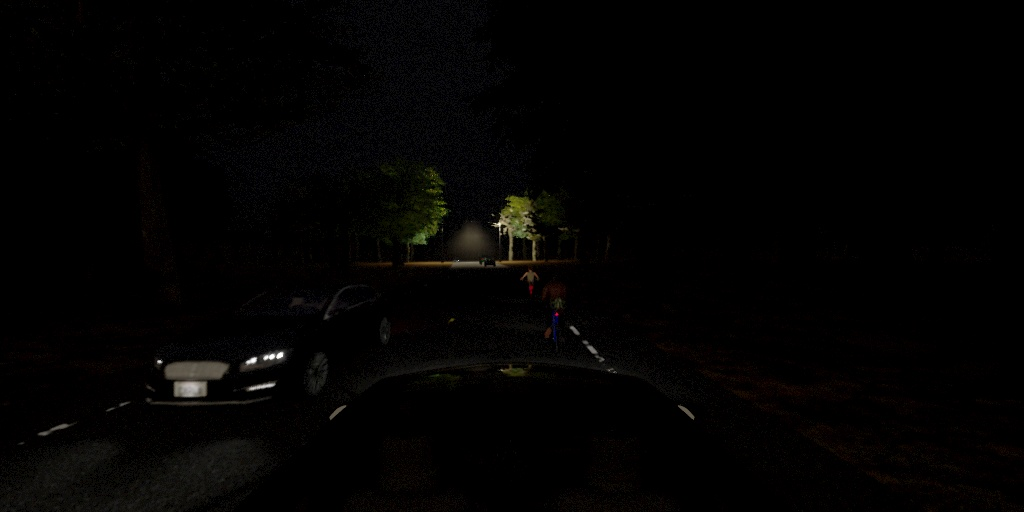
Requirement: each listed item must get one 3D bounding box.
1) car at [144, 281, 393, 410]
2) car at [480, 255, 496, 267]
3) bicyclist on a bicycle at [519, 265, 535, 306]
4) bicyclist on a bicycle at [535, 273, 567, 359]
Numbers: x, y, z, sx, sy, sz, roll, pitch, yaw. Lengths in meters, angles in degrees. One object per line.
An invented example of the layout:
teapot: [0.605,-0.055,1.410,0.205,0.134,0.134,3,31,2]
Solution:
car: [-3.666,1.239,6.499,2.128,1.511,4.902,0,0,-1]
car: [-3.985,1.092,63.817,2.128,1.511,4.902,0,0,-7]
bicyclist on a bicycle: [0.742,1.169,14.670,0.866,1.612,1.509,0,2,-2]
bicyclist on a bicycle: [0.897,1.197,7.490,0.582,1.620,1.656,0,0,-1]
